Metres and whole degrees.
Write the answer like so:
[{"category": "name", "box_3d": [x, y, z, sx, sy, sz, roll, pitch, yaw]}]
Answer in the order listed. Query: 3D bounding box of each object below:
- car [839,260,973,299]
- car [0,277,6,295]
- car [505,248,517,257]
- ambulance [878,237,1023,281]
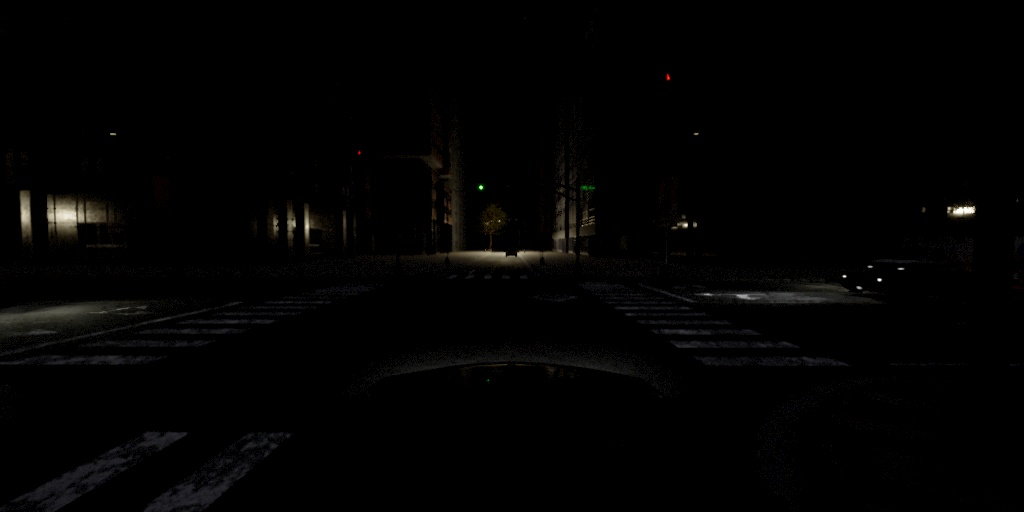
[{"category": "car", "box_3d": [16.137, 0.961, 14.369, 4.718, 1.301, 1.895, 0, 2, 0]}, {"category": "car", "box_3d": [-19.483, 0.664, 11.013, 5.566, 2.045, 2.150, 0, 2, 0]}, {"category": "car", "box_3d": [-0.109, -0.550, 60.334, 1.994, 1.385, 4.181, 0, 2, 0]}, {"category": "ambulance", "box_3d": [21.232, 0.293, 17.482, 6.366, 2.431, 2.351, 0, 2, 0]}]
